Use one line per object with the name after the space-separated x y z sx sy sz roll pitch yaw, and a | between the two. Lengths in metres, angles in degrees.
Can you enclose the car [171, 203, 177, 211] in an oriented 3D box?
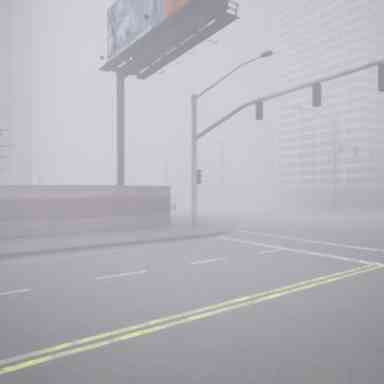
-3.839 1.476 38.980 2.033 1.411 5.357 0 0 -35 | car
